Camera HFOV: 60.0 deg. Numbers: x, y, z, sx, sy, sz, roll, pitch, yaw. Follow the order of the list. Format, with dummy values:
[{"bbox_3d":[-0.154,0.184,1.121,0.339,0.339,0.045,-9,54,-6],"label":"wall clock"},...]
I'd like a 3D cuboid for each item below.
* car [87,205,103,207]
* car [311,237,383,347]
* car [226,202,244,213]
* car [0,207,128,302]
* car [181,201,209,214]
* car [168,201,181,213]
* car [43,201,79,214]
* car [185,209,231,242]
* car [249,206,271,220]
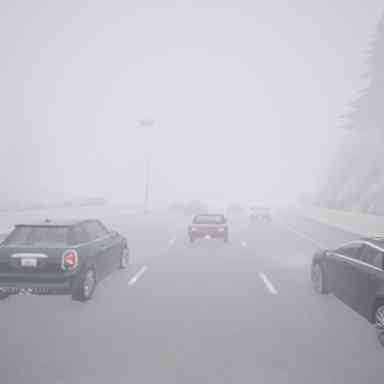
[{"bbox_3d":[-12.891,1.634,42.726,2.150,2.045,5.566,0,-1,12],"label":"car"},{"bbox_3d":[3.744,1.577,6.147,2.128,1.511,4.902,0,-1,2],"label":"car"},{"bbox_3d":[5.927,2.087,45.627,1.994,1.385,4.181,0,-1,14],"label":"car"},{"bbox_3d":[-3.125,1.434,8.709,2.097,1.767,4.553,0,-1,3],"label":"car"},{"bbox_3d":[0.611,1.766,37.838,2.097,1.767,4.553,0,-1,12],"label":"car"},{"bbox_3d":[-1.740,1.961,43.746,2.128,1.511,4.902,0,-1,13],"label":"car"},{"bbox_3d":[-16.542,1.893,42.366,1.837,1.490,4.892,0,0,12],"label":"car"},{"bbox_3d":[0.961,1.797,17.581,1.895,1.301,4.718,0,-1,6],"label":"car"},{"bbox_3d":[6.434,1.974,31.653,1.895,1.301,4.718,0,-1,10],"label":"car"}]
